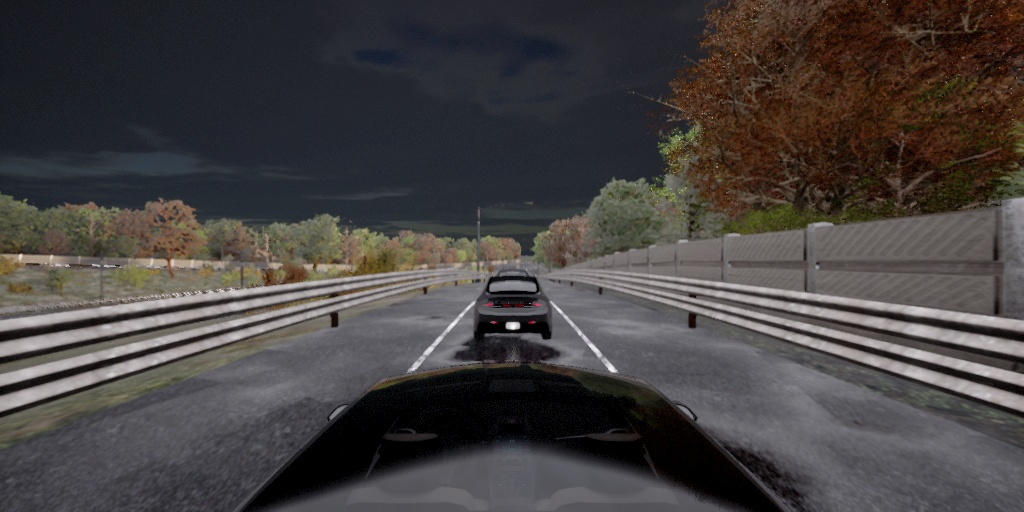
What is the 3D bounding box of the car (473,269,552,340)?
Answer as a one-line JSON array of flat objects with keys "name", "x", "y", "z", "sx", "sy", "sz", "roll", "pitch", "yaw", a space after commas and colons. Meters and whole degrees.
[{"name": "car", "x": 0.025, "y": 1.261, "z": 9.994, "sx": 1.837, "sy": 1.490, "sz": 4.892, "roll": 0, "pitch": -1, "yaw": 0}]
